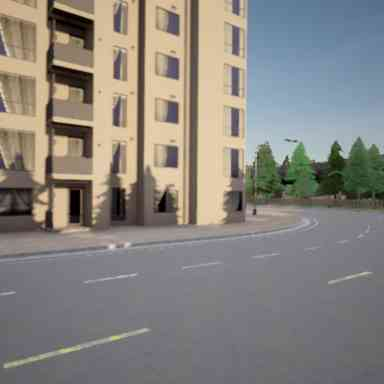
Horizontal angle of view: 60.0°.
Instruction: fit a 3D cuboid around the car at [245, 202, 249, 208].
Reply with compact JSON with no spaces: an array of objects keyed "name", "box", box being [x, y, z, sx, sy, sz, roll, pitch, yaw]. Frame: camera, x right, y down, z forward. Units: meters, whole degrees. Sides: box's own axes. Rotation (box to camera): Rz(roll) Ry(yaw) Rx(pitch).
[{"name":"car","box":[7.798,1.908,58.136,1.882,1.535,5.008,1,-1,-35]}]
